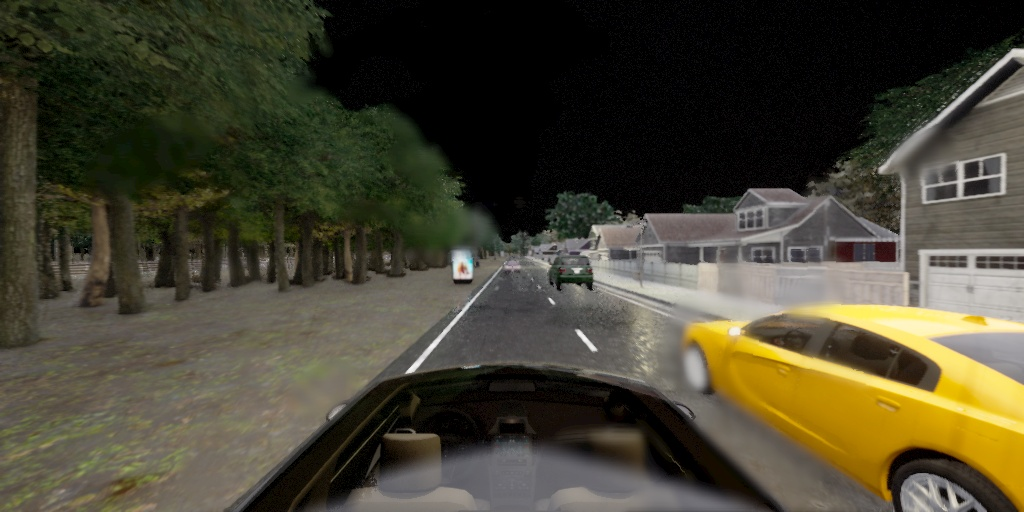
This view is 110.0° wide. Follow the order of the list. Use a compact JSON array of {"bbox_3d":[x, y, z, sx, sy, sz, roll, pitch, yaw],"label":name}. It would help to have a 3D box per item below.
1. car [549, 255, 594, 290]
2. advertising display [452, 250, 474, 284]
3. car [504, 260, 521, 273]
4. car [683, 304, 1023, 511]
[{"bbox_3d":[3.593,0.966,22.487,2.150,2.045,5.566,0,0,0],"label":"car"},{"bbox_3d":[-3.508,0.769,25.683,1.540,2.440,0.280,0,0,0],"label":"advertising display"},{"bbox_3d":[0.082,1.325,41.799,1.895,1.301,4.718,0,0,0],"label":"car"},{"bbox_3d":[3.599,1.227,3.617,1.882,1.535,5.008,0,0,0],"label":"car"}]
